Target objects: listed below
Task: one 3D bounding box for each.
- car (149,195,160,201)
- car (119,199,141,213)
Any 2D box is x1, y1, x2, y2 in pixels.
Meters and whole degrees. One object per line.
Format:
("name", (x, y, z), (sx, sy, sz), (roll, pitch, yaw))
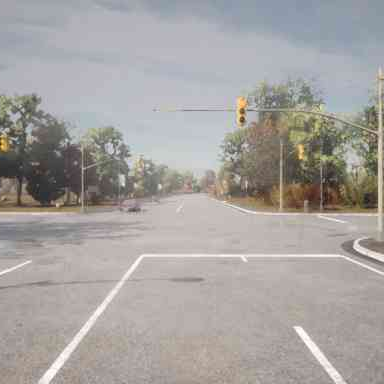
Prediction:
("car", (-7.000, 1.354, 62.824), (1.812, 1.442, 4.674), (0, 0, 0))
("car", (-6.993, 1.557, 37.764), (1.812, 1.442, 4.674), (0, 1, 1))
